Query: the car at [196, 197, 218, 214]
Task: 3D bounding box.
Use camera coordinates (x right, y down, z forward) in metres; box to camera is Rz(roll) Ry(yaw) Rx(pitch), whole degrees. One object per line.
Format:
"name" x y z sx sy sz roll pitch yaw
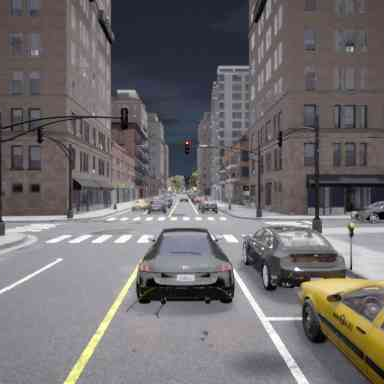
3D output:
"car" 1.801 1.547 35.716 2.008 1.369 4.403 0 0 -1

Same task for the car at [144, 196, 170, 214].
"car" -3.683 1.501 35.971 1.837 1.490 4.892 0 0 -1

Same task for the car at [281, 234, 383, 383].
"car" 2.588 1.525 3.613 1.752 1.417 4.829 0 0 -1

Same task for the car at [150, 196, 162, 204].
"car" -6.912 1.539 63.918 2.008 1.369 4.403 0 0 -1

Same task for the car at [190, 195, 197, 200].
"car" 0.417 1.503 92.687 1.752 1.417 4.829 0 0 -1

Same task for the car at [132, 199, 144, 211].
"car" -6.356 1.521 41.029 1.752 1.417 4.829 0 0 -1

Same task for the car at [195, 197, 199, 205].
"car" 1.663 1.577 41.396 1.802 1.307 4.206 0 0 -1

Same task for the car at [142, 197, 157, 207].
"car" -6.636 1.558 52.558 1.947 1.339 4.313 0 0 -1

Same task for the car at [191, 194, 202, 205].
"car" 1.249 1.430 58.436 1.967 1.590 4.097 0 0 -1

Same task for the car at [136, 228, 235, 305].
"car" -0.166 1.563 8.179 1.994 1.385 4.181 0 0 -1

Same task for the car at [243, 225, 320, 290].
"car" 2.456 1.550 8.848 2.008 1.369 4.403 0 0 -1

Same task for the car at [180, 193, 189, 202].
"car" -1.798 1.580 75.547 1.895 1.301 4.718 0 0 -1

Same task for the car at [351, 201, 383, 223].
"car" 13.944 1.400 23.782 4.902 1.511 2.128 0 0 -3

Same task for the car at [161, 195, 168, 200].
"car" -7.602 1.560 92.316 1.802 1.307 4.206 0 0 -1

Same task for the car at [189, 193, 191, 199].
"car" 0.973 1.301 69.796 2.192 1.841 5.009 0 0 -1

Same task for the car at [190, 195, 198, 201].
"car" 0.559 1.546 86.836 1.947 1.339 4.313 0 0 -1

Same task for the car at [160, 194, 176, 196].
"car" -4.175 1.538 56.240 2.033 1.411 5.357 0 0 -2

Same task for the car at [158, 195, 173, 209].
"car" -3.925 1.558 45.875 1.994 1.385 4.181 0 0 -2
